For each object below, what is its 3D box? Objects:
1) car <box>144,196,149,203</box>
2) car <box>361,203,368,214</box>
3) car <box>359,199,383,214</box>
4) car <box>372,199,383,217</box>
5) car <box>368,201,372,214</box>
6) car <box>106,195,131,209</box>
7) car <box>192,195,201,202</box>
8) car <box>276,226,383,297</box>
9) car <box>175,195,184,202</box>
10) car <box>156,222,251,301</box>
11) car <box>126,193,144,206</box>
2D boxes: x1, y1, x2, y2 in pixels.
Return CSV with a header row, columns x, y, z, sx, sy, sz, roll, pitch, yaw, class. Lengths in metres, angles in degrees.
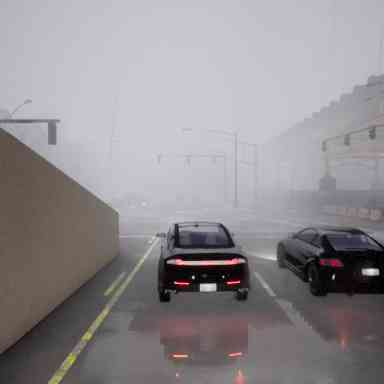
x,y,z,sx,sy,sz,roll,pitch,yaw,class
-9.771,1.550,65.885,1.994,1.385,4.181,0,0,2,car
17.553,1.446,31.386,4.974,1.542,2.038,0,0,-45,car
17.590,1.289,31.423,4.536,1.218,1.853,0,0,-45,car
17.477,1.290,26.737,1.853,1.218,4.536,0,0,-35,car
17.447,1.447,26.779,2.038,1.542,4.974,0,0,-35,car
-10.343,1.538,45.982,2.033,1.411,5.357,0,0,2,car
0.865,1.340,69.934,2.033,1.411,5.357,0,0,1,car
3.575,1.562,8.636,1.994,1.385,4.181,0,0,0,car
-2.634,1.340,70.023,2.033,1.411,5.357,0,0,1,car
0.137,1.490,8.352,2.128,1.511,4.902,0,0,-4,car
-10.082,1.210,55.913,2.150,2.045,5.566,0,0,2,car
